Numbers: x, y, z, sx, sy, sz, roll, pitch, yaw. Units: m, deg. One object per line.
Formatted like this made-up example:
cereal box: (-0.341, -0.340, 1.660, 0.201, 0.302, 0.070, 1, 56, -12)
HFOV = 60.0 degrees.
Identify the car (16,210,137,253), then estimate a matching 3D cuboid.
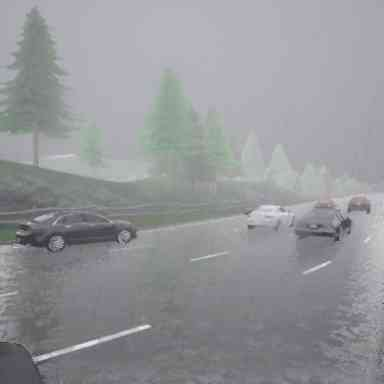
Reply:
car: (-4.627, 1.539, 13.992, 4.892, 1.490, 1.837, 0, 0, -42)

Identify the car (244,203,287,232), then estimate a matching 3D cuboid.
car: (4.872, 1.518, 20.325, 1.812, 1.442, 4.674, 0, 0, 33)

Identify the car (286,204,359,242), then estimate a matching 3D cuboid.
car: (6.683, 1.529, 16.570, 2.033, 1.411, 5.357, 0, 0, 34)

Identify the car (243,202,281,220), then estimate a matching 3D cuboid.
car: (6.217, 1.594, 29.206, 1.895, 1.301, 4.718, 0, 0, 30)

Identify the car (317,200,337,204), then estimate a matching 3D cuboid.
car: (15.542, 1.555, 38.410, 1.895, 1.301, 4.718, 0, 0, 30)

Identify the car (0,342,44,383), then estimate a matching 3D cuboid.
car: (-3.402, 1.566, 1.329, 5.357, 1.411, 2.033, 0, 0, -35)

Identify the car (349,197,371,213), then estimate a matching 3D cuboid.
car: (18.236, 1.292, 36.092, 2.097, 1.767, 4.553, 0, 0, 30)
